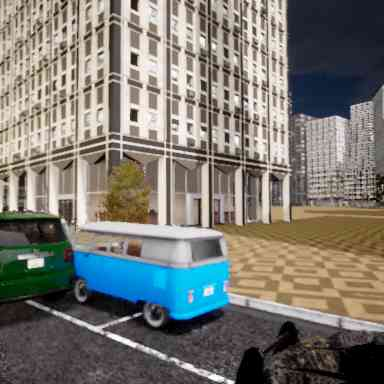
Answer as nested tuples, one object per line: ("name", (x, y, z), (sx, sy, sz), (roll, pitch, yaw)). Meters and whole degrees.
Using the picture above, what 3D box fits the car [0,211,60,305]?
("car", (-5.000, 1.474, 7.955), (5.566, 2.045, 2.150), (-1, -3, 39))

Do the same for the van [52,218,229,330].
("van", (-1.127, 1.608, 7.252), (3.998, 1.788, 1.690), (-1, -4, 39))

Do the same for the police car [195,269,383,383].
("police car", (2.701, 1.534, 1.809), (5.238, 1.638, 1.930), (-1, -3, 38))

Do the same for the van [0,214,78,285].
("van", (-5.658, 1.694, 10.972), (3.998, 1.788, 1.690), (-1, -4, 40))
